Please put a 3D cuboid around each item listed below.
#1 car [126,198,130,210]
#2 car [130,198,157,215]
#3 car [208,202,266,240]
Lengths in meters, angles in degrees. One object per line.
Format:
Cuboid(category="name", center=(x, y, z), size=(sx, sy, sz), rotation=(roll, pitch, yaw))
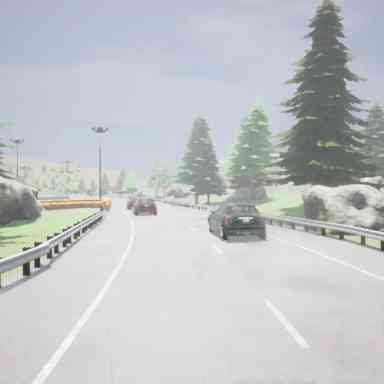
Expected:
Cuboid(category="car", center=(-7.509, 1.504, 43.459), size=(1.837, 1.490, 4.892), rotation=(0, 0, -16))
Cuboid(category="car", center=(-4.830, 1.351, 33.540), size=(2.097, 1.767, 4.553), rotation=(0, 0, -14))
Cuboid(category="car", center=(2.165, 1.351, 17.208), size=(2.097, 1.767, 4.553), rotation=(0, 0, -8))
